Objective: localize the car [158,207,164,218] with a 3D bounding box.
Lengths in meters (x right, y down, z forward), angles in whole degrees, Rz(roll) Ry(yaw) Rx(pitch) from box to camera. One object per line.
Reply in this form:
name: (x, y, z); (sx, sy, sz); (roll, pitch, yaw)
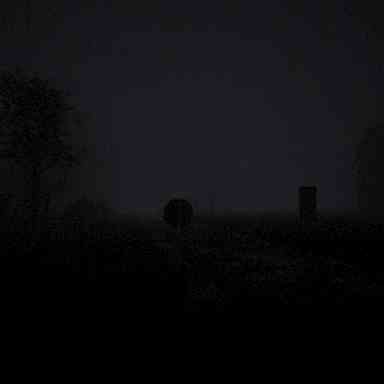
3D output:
car: (-4.379, 3.335, 55.233); (2.097, 1.767, 4.553); (0, -2, -11)
